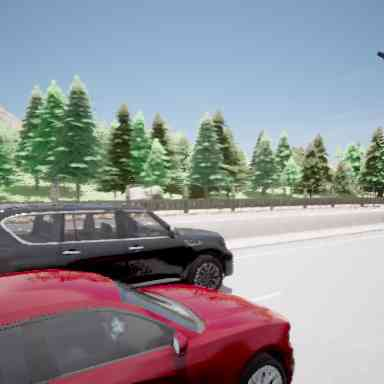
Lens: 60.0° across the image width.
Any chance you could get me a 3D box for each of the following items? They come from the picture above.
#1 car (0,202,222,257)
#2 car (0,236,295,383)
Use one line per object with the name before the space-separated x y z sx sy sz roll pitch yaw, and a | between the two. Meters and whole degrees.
car | -1.703 1.227 6.836 5.566 2.045 2.150 0 0 -36
car | -1.184 1.479 2.904 5.008 1.535 1.882 0 0 -36
